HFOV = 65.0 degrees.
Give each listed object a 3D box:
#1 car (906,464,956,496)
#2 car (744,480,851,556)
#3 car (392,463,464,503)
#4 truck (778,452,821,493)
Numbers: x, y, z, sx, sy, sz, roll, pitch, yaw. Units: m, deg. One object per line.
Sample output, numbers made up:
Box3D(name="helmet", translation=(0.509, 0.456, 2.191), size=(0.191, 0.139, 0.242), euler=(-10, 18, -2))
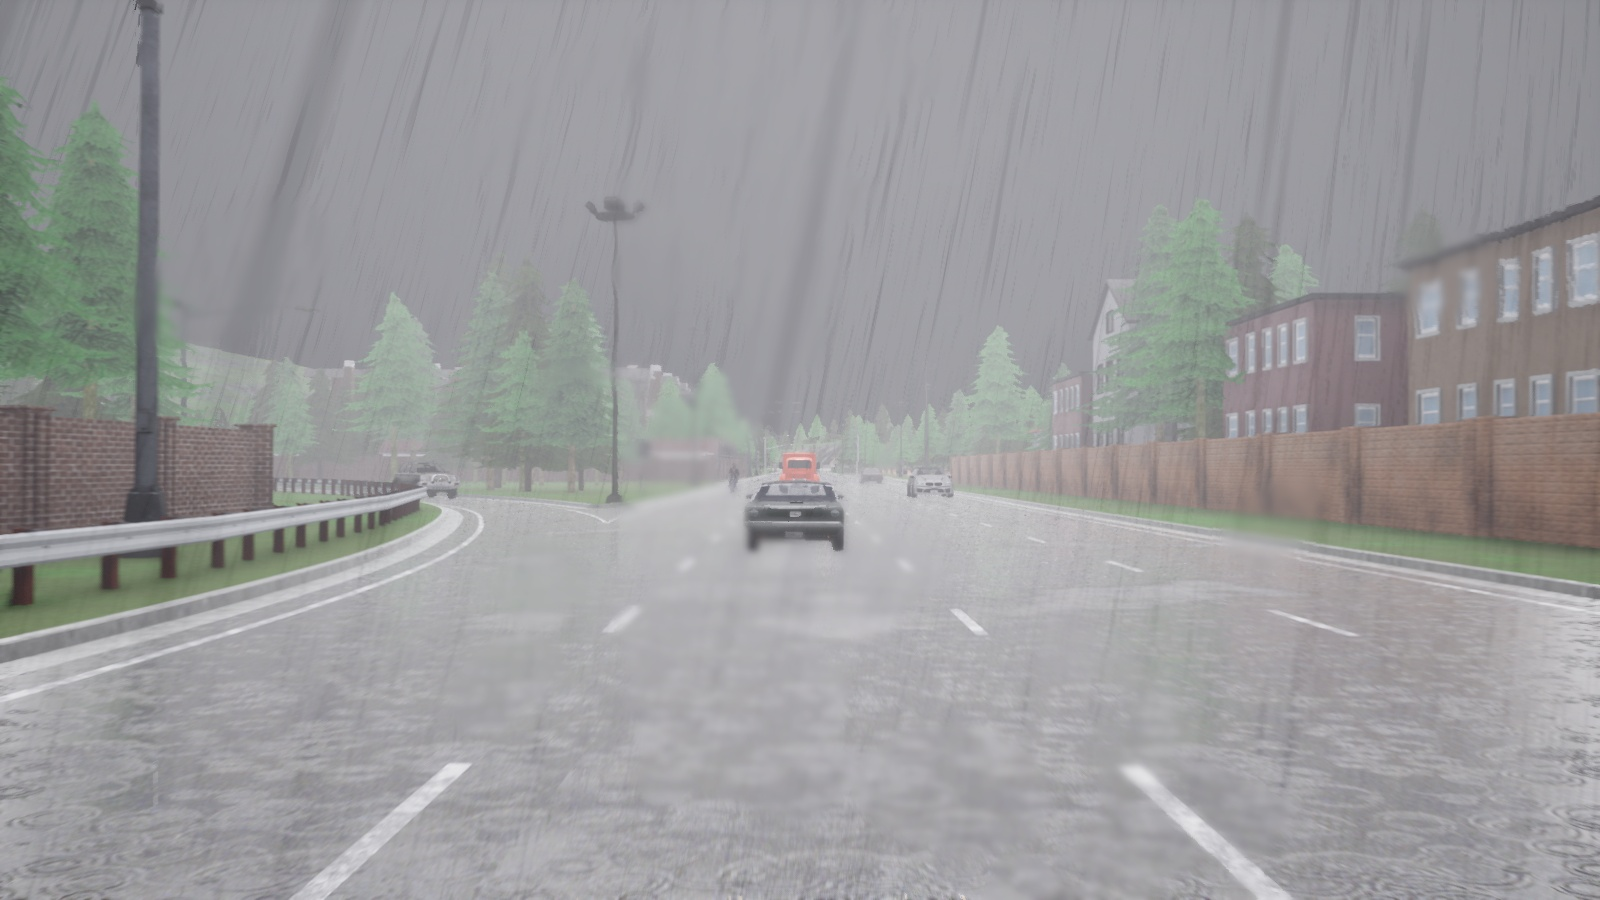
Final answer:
Box3D(name="car", translation=(7.002, 1.579, 67.526), size=(2.242, 1.667, 4.611), euler=(0, -1, 0))
Box3D(name="car", translation=(-0.059, 1.259, 24.669), size=(1.895, 1.301, 4.718), euler=(0, -1, 0))
Box3D(name="car", translation=(-17.888, 1.548, 60.250), size=(1.932, 1.855, 4.605), euler=(1, -1, -35))
Box3D(name="truck", translation=(-0.022, 1.435, 78.546), size=(2.627, 2.467, 5.204), euler=(0, -1, 0))
